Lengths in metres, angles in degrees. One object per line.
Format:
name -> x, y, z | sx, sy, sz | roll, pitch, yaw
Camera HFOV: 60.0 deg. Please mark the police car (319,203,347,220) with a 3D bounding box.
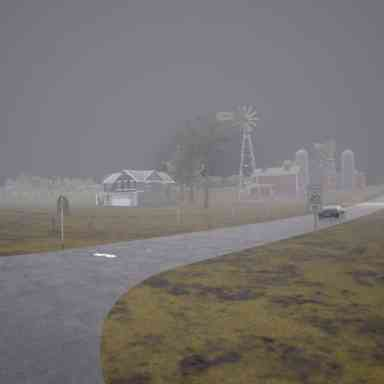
police car -> 14.844, 2.004, 34.923 | 1.930, 1.638, 5.238 | -2, -1, 36
